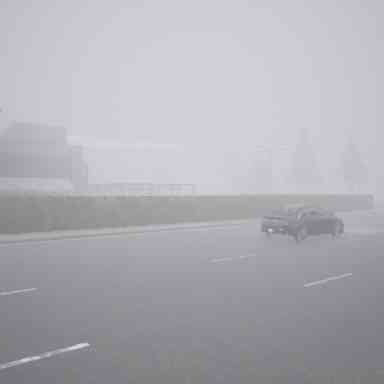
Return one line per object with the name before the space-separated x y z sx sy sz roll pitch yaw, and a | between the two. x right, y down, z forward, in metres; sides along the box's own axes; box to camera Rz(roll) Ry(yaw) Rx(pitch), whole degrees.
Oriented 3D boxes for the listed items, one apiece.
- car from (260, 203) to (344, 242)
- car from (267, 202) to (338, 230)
car | 5.471 1.491 16.252 4.902 1.511 2.128 0 0 -36
car | 7.358 1.477 21.897 5.008 1.535 1.882 0 0 -36
